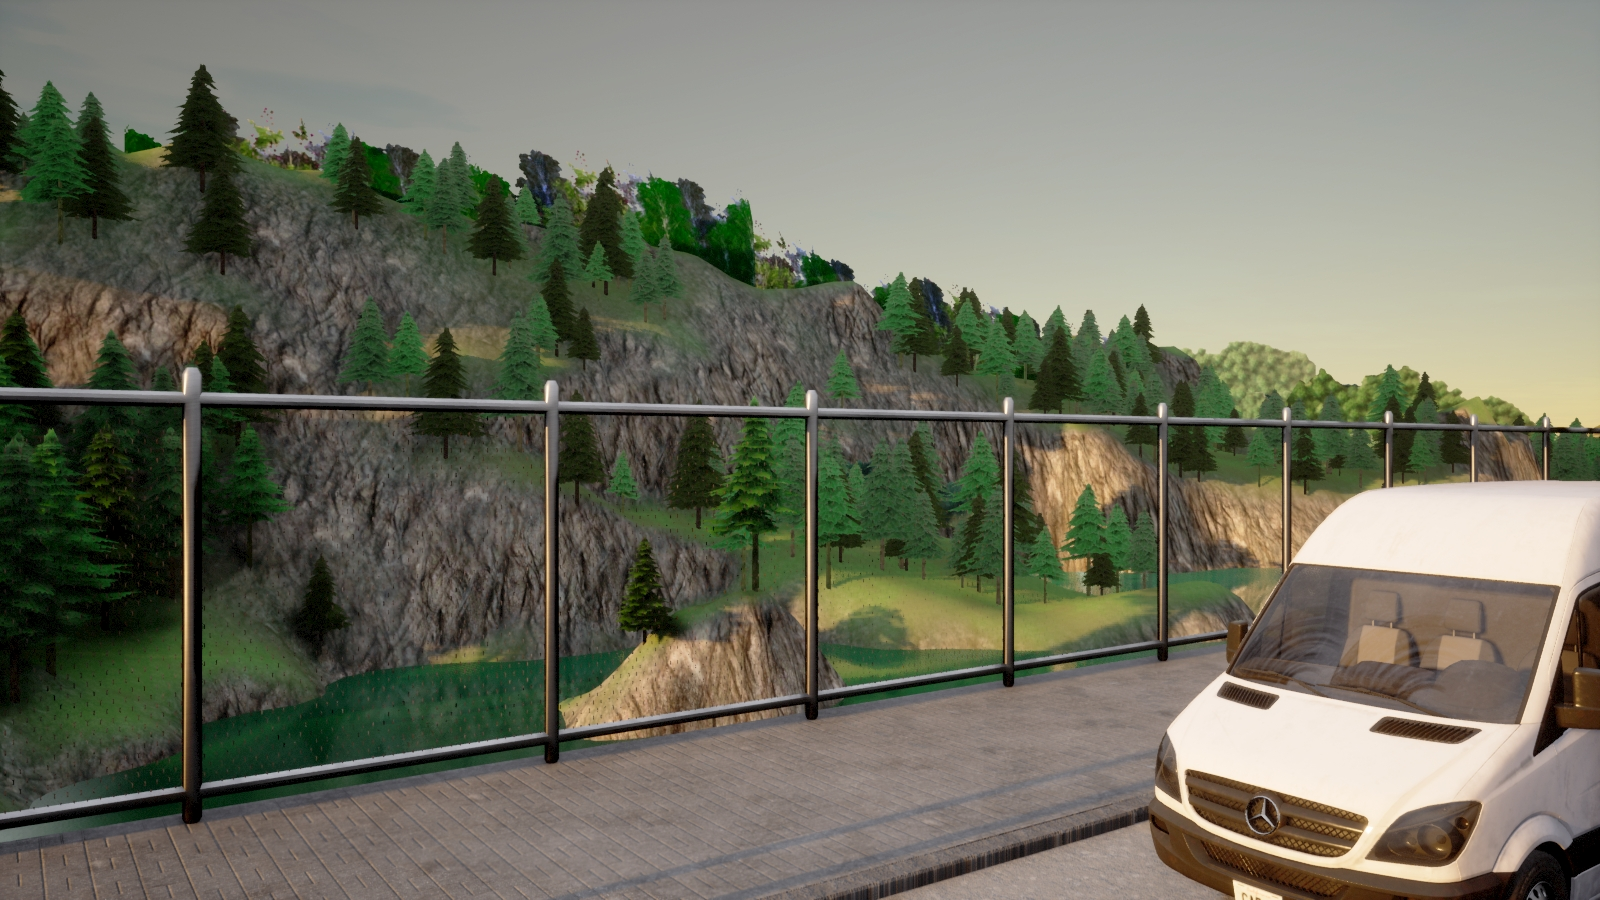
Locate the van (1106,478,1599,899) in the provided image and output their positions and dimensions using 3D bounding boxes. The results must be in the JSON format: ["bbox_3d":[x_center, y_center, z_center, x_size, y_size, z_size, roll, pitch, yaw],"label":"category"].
[{"bbox_3d":[4.843,1.531,7.777,5.915,2.561,1.988,0,0,-35],"label":"van"}]
